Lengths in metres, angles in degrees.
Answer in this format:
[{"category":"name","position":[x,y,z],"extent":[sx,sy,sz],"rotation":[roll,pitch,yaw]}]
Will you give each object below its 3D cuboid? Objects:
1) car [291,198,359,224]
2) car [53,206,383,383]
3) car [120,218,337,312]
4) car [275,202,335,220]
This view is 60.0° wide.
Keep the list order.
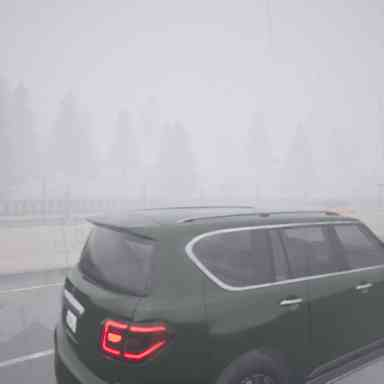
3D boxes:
[{"category":"car","position":[9.905,1.352,24.847],"extent":[4.553,1.767,2.097],"rotation":[0,0,-22]},{"category":"car","position":[1.187,1.217,4.381],"extent":[5.566,2.045,2.150],"rotation":[0,0,-33]},{"category":"car","position":[1.098,1.535,8.472],"extent":[5.357,1.411,2.033],"rotation":[0,0,-31]},{"category":"car","position":[9.724,1.594,28.609],"extent":[4.718,1.301,1.895],"rotation":[0,0,-22]}]
